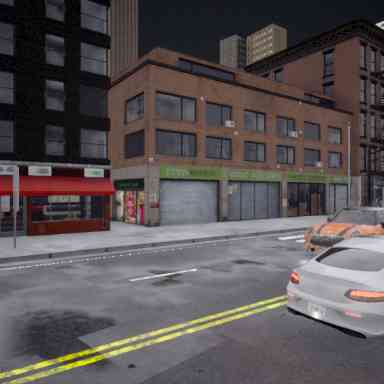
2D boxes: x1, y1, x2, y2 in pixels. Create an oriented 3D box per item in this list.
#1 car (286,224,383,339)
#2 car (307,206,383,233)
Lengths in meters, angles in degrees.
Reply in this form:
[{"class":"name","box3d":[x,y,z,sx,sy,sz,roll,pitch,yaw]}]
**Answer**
[{"class":"car","box3d":[3.719,1.526,6.094,4.674,1.442,1.812,0,0,-34]},{"class":"car","box3d":[6.166,1.352,12.075,4.553,1.767,2.097,0,0,-36]}]
